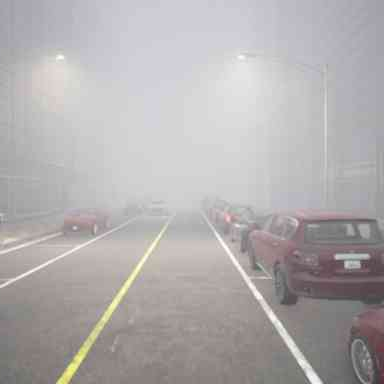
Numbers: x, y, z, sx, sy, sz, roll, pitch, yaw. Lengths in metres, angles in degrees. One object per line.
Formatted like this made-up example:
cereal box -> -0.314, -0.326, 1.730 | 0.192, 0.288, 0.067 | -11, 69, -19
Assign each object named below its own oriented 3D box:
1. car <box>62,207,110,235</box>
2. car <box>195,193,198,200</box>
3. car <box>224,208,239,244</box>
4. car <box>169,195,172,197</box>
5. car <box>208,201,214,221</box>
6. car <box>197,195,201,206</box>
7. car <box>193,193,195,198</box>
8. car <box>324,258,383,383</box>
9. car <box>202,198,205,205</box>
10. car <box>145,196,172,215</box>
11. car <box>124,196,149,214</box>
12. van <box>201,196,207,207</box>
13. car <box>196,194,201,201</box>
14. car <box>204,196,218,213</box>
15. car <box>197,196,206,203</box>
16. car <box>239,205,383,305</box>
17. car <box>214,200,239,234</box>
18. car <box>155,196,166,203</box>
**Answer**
car -> -5.961, 1.578, 19.097 | 1.887, 1.381, 4.507 | 0, 0, -1
car -> 2.080, 1.476, 64.012 | 1.967, 1.590, 4.097 | 0, 0, -1
car -> 2.624, 1.564, 13.598 | 1.947, 1.339, 4.313 | 0, 0, -1
car -> -6.626, 1.519, 80.717 | 1.967, 1.590, 4.097 | 0, 0, -1
car -> 2.503, 1.572, 24.801 | 1.947, 1.339, 4.313 | 0, 0, -1
car -> 2.201, 1.572, 52.808 | 1.887, 1.381, 4.507 | 0, 0, -1
car -> 1.839, 1.598, 86.417 | 1.887, 1.381, 4.507 | 0, 0, -1
car -> 2.744, 1.573, 2.396 | 1.802, 1.307, 4.206 | 0, 0, -1
car -> 2.382, 1.597, 36.004 | 1.802, 1.307, 4.206 | 0, 0, -1
car -> -3.358, 1.511, 34.174 | 1.882, 1.535, 5.008 | 0, 0, -1
car -> -6.143, 1.485, 35.902 | 1.967, 1.590, 4.097 | 0, 0, -1
van -> 2.320, 1.360, 41.605 | 1.690, 1.788, 3.998 | 0, 0, -1
car -> 2.141, 1.576, 58.410 | 1.887, 1.381, 4.507 | 0, 0, -1
car -> 2.442, 1.451, 30.402 | 1.967, 1.590, 4.097 | 0, 0, -1
car -> 2.018, 1.565, 69.783 | 1.752, 1.417, 4.829 | 0, 0, -1
car -> 2.682, 1.310, 7.997 | 2.192, 1.841, 5.009 | 0, 0, -1
car -> 2.562, 1.443, 19.200 | 1.967, 1.590, 4.097 | 0, 0, -1
car -> -6.503, 1.596, 69.343 | 1.752, 1.417, 4.829 | 0, 0, -1
